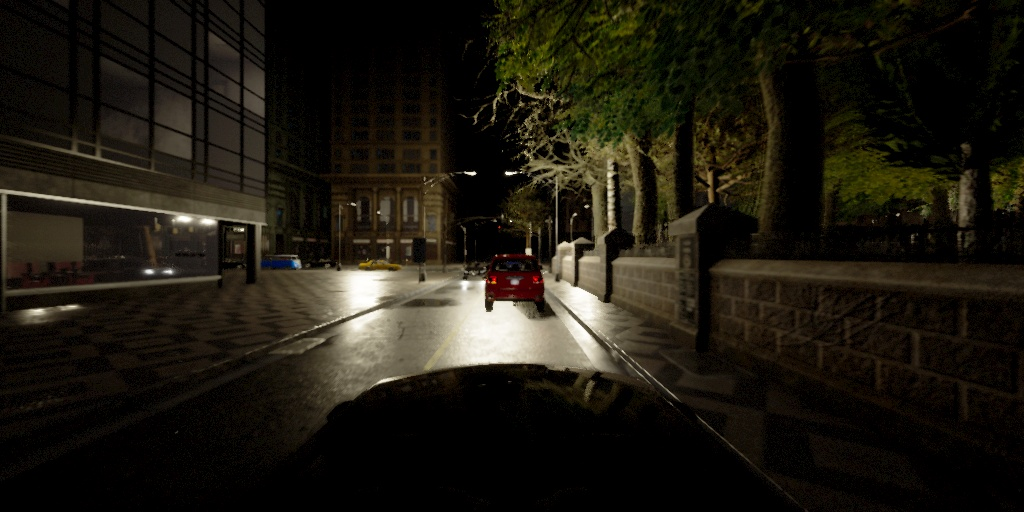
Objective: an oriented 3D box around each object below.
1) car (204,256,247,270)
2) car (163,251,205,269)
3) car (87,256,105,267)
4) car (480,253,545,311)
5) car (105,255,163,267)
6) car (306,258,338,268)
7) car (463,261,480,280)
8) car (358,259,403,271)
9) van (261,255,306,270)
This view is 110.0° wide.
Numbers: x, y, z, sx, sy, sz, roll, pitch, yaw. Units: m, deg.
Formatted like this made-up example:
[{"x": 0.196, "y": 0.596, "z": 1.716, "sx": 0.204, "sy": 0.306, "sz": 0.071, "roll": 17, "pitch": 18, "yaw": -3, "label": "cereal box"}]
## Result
[{"x": -31.960, "y": 0.918, "z": 41.027, "sx": 4.403, "sy": 1.370, "sz": 2.007, "roll": 0, "pitch": 0, "yaw": 0, "label": "car"}, {"x": -38.423, "y": 0.496, "z": 43.752, "sx": 5.566, "sy": 2.045, "sz": 2.150, "roll": 1, "pitch": 0, "yaw": 1, "label": "car"}, {"x": -48.816, "y": 0.677, "z": 41.129, "sx": 4.403, "sy": 1.370, "sz": 2.007, "roll": 0, "pitch": 0, "yaw": 0, "label": "car"}, {"x": 0.102, "y": 0.953, "z": 14.550, "sx": 2.150, "sy": 2.045, "sz": 5.566, "roll": 0, "pitch": 0, "yaw": 0, "label": "car"}, {"x": -43.029, "y": 0.735, "z": 41.094, "sx": 4.829, "sy": 1.417, "sz": 1.751, "roll": 0, "pitch": 0, "yaw": 0, "label": "car"}, {"x": -26.299, "y": 0.992, "z": 49.519, "sx": 4.313, "sy": 1.339, "sz": 1.948, "roll": 0, "pitch": 0, "yaw": 0, "label": "car"}, {"x": -3.014, "y": 1.215, "z": 30.658, "sx": 1.837, "sy": 1.490, "sz": 4.892, "roll": 0, "pitch": 0, "yaw": 0, "label": "car"}, {"x": -14.931, "y": 1.087, "z": 40.924, "sx": 4.829, "sy": 1.417, "sz": 1.751, "roll": 0, "pitch": 0, "yaw": 0, "label": "car"}, {"x": -26.342, "y": 0.780, "z": 40.993, "sx": 3.998, "sy": 1.789, "sz": 1.690, "roll": 0, "pitch": 0, "yaw": 0, "label": "van"}]
